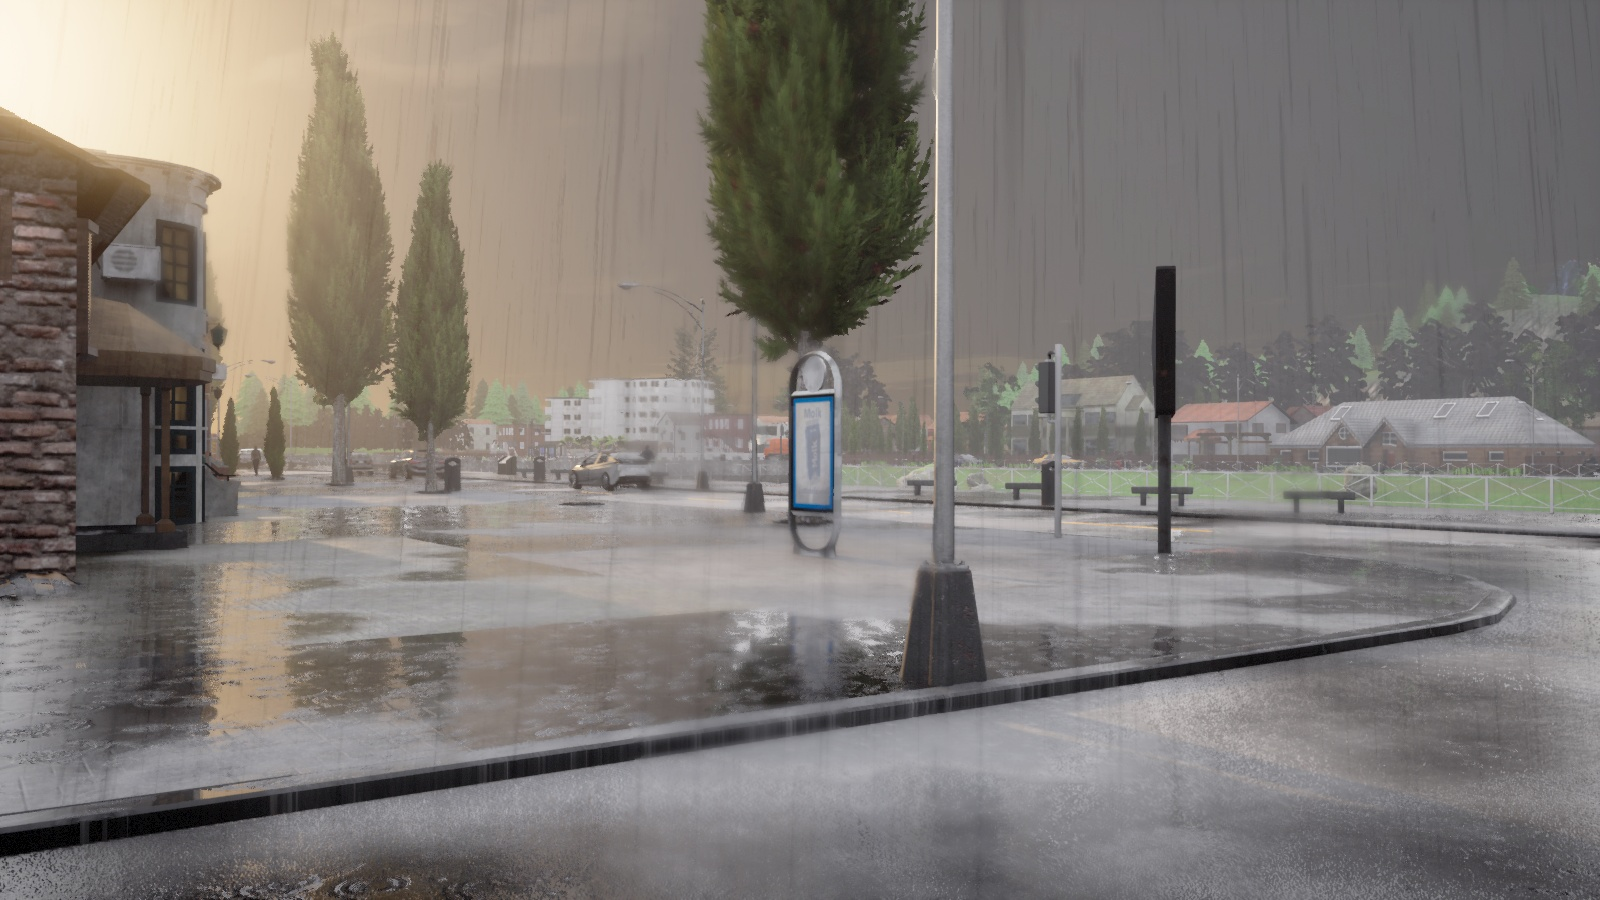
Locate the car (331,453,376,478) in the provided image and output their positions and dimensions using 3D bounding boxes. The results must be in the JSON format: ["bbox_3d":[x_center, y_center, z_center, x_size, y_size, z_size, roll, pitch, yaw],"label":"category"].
[{"bbox_3d":[-28.823,0.983,81.008,1.789,1.549,3.705,0,0,-34],"label":"car"}]

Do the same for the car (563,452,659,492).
[{"bbox_3d":[-7.602,0.830,50.137,2.007,1.525,4.514,0,0,-34],"label":"car"}]

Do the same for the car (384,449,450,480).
[{"bbox_3d":[-21.472,0.807,70.316,2.242,1.667,4.611,0,0,-35],"label":"car"}]

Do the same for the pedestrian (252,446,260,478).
[{"bbox_3d":[-31.593,0.700,72.959,0.331,1.846,0.634,0,0,-13],"label":"pedestrian"}]

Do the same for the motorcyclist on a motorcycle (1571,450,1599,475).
[{"bbox_3d":[50.877,0.788,80.963,0.866,1.590,1.817,0,0,-34],"label":"motorcyclist on a motorcycle"}]
